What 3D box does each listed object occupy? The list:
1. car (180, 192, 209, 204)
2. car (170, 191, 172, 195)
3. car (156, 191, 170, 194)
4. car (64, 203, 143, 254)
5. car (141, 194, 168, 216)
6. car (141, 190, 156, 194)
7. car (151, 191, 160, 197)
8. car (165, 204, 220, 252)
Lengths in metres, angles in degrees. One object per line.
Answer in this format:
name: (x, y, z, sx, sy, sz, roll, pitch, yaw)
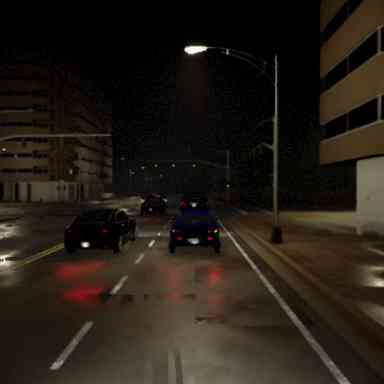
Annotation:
car: (0.192, 0.999, 26.887, 2.150, 2.045, 5.566, 0, 1, 1)
car: (-6.490, 0.371, 90.695, 2.097, 1.767, 4.553, 0, 0, 0)
car: (-6.578, 0.923, 75.060, 1.837, 1.490, 4.892, 0, 0, 0)
car: (-3.383, 1.405, 13.083, 1.837, 1.490, 4.892, 0, 1, 1)
car: (-3.279, 1.218, 29.178, 1.882, 1.535, 5.008, 0, 1, 1)
car: (-10.078, 0.648, 75.054, 2.150, 2.045, 5.566, 0, 0, 0)
car: (-9.990, 0.541, 90.686, 1.812, 1.442, 4.674, 0, 0, 0)
car: (0.119, 1.423, 13.250, 1.812, 1.442, 4.674, 0, 0, 1)
